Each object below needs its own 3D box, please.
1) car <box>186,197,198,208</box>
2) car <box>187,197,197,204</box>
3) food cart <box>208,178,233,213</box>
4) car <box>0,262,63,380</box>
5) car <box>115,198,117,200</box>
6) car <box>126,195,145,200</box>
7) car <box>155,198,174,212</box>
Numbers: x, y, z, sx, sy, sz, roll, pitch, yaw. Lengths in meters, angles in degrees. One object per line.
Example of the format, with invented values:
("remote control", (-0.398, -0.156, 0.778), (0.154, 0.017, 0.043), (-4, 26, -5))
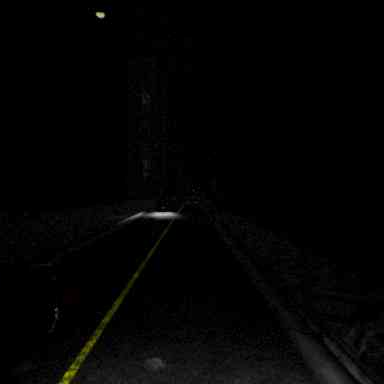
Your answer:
("car", (0.010, 1.559, 48.857), (2.033, 1.411, 5.357), (0, 0, 1))
("car", (-0.026, 1.608, 65.534), (1.994, 1.385, 4.181), (0, 0, 0))
("food cart", (3.072, 0.461, 36.600), (2.280, 3.560, 4.660), (-2, -2, 0))
("car", (-3.102, 1.562, 3.754), (1.994, 1.385, 4.181), (0, 0, 0))
("car", (-19.045, 1.808, 90.454), (4.313, 1.339, 1.947), (0, -2, 0))
("car", (-13.576, 1.440, 81.946), (4.097, 1.590, 1.967), (0, -2, -1))
("car", (-3.113, 1.488, 38.590), (2.128, 1.511, 4.902), (0, 0, 0))
